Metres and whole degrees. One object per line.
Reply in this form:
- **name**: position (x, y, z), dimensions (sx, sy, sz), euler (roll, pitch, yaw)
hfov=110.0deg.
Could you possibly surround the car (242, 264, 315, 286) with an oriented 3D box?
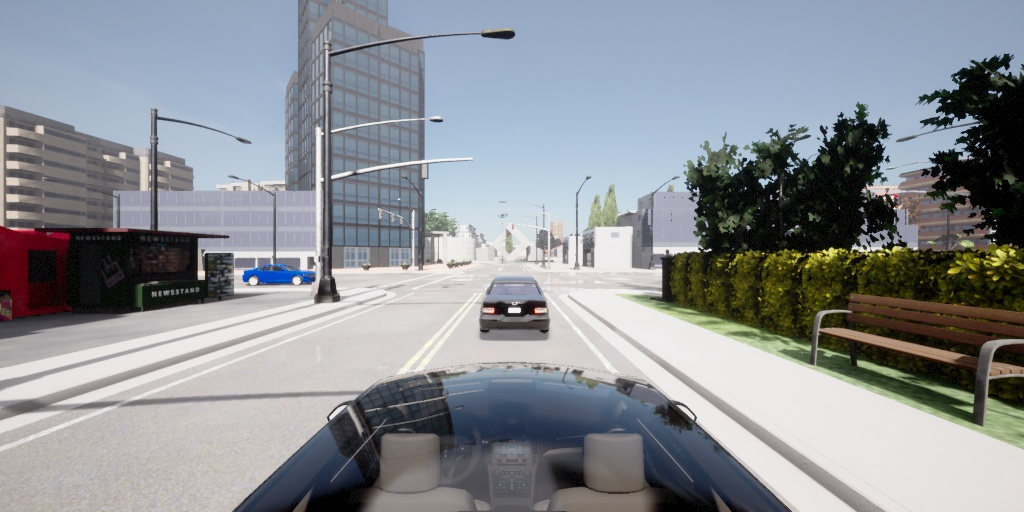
- **car**: position (-16.776, 1.336, 26.166), dimensions (5.008, 1.535, 1.882), euler (-1, 0, 0)

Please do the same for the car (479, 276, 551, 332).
- **car**: position (0.070, 1.297, 10.756), dimensions (2.033, 1.411, 5.357), euler (0, 0, 0)
